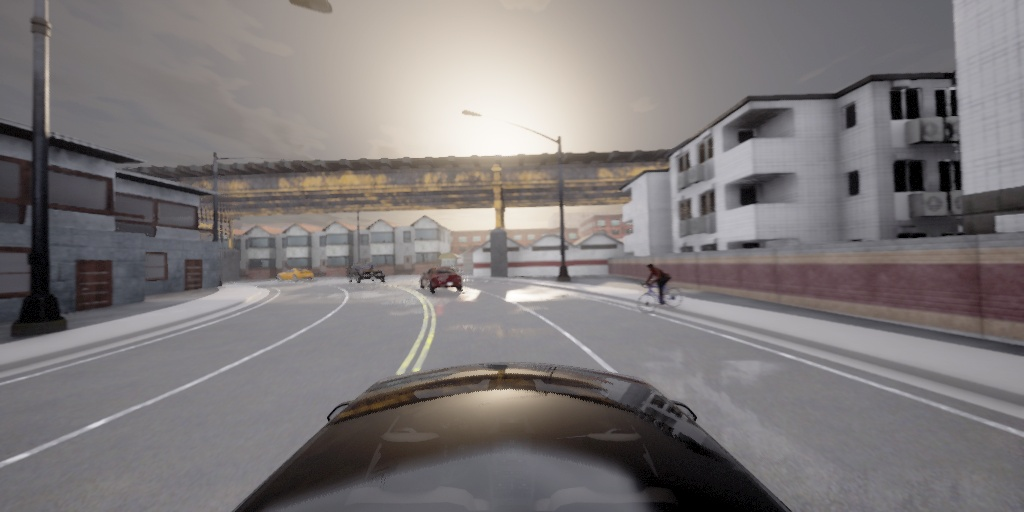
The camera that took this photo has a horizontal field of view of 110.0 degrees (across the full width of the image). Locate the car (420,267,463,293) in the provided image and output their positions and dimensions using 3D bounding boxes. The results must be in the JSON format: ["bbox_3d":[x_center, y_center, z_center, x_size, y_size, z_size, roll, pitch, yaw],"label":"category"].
[{"bbox_3d":[-4.324,1.367,21.711,1.812,1.442,4.674,-1,0,-24],"label":"car"}]

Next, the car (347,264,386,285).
[{"bbox_3d":[-10.609,1.231,26.041,1.895,1.301,4.718,-1,-1,-34],"label":"car"}]

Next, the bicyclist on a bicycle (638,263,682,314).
[{"bbox_3d":[4.808,1.016,11.807,1.656,1.620,0.582,-10,2,-11],"label":"bicyclist on a bicycle"}]

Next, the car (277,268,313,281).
[{"bbox_3d":[-26.781,2.286,44.243,5.008,1.535,1.882,-3,-2,27],"label":"car"}]
